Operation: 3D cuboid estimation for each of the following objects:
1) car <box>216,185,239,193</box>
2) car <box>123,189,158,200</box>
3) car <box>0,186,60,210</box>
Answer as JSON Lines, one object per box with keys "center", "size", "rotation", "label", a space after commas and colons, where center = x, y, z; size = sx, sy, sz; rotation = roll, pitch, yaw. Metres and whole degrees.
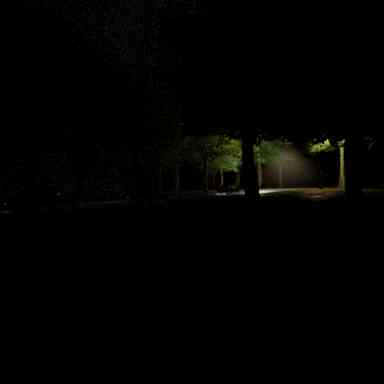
{"center": [6.479, -0.524, 59.516], "size": [2.033, 1.411, 5.357], "rotation": [-1, 2, 38], "label": "car"}
{"center": [-6.553, 0.315, 42.734], "size": [1.895, 1.301, 4.718], "rotation": [-1, 2, 38], "label": "car"}
{"center": [-15.321, 0.496, 31.432], "size": [2.150, 2.045, 5.566], "rotation": [-1, 2, 39], "label": "car"}
